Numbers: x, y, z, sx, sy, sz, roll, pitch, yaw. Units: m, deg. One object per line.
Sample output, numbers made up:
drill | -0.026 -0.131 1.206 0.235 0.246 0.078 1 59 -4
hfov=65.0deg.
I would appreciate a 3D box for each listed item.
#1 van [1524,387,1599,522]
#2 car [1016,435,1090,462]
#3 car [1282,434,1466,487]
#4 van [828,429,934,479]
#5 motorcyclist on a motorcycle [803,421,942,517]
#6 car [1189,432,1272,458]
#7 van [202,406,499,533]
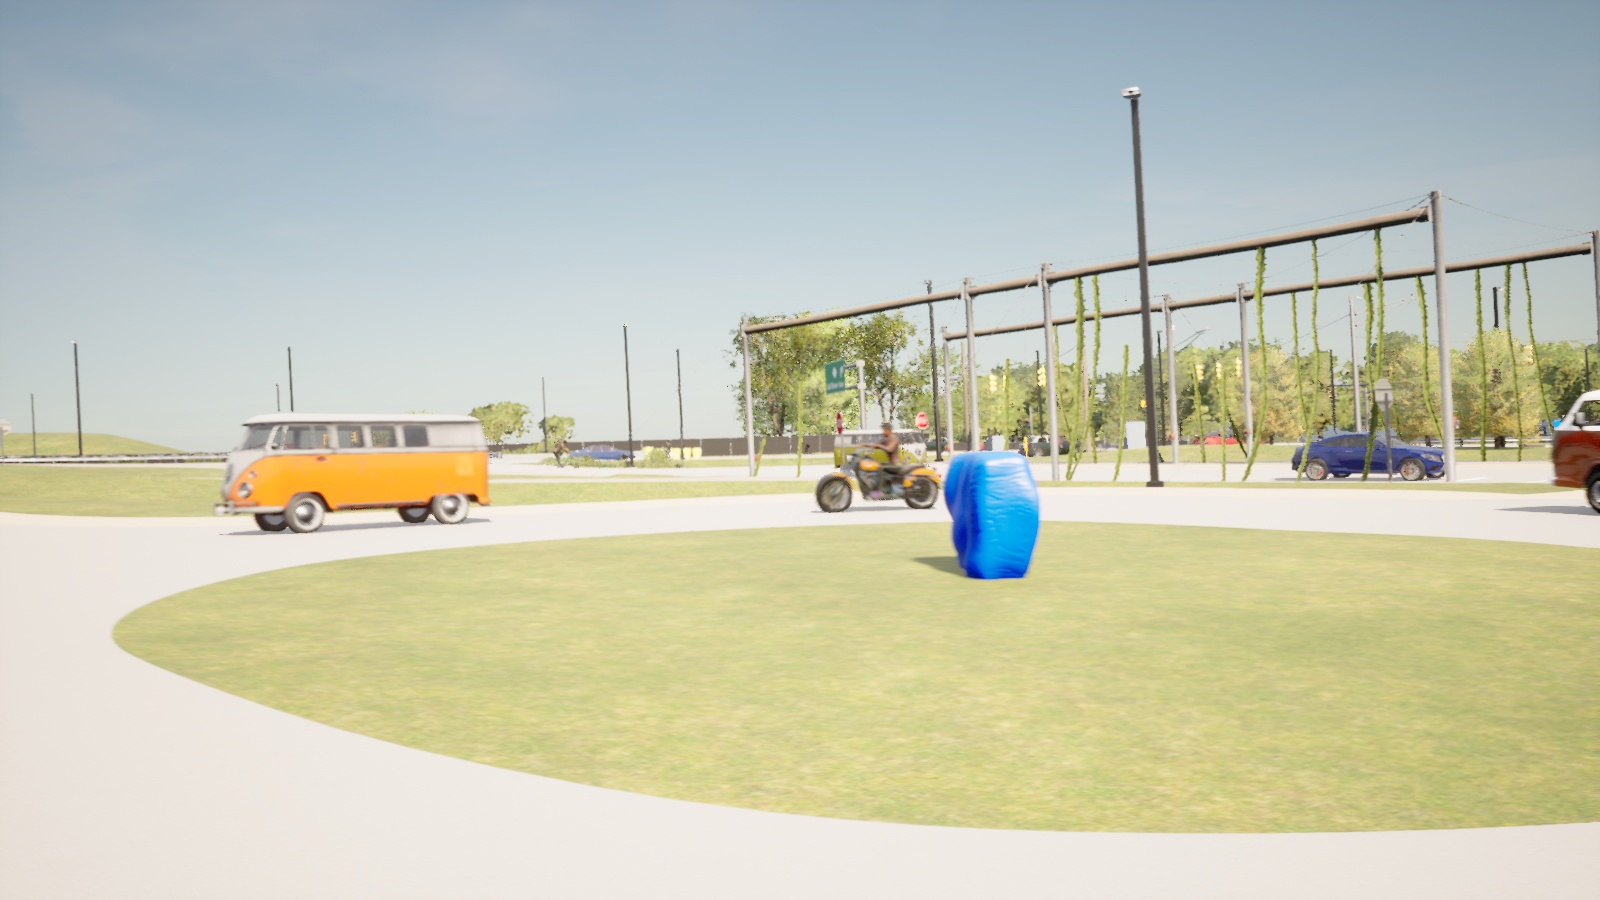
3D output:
van | 13.405 0.060 18.376 2.069 2.038 4.480 -1 1 -25
car | 15.029 -0.083 74.539 3.806 1.475 1.970 -1 -1 -17
car | 17.175 0.308 37.754 1.812 1.442 4.674 -2 1 -41
van | 3.366 0.137 52.703 1.775 1.987 4.442 -2 2 -42
motorcyclist on a motorcycle | 1.307 0.323 22.741 2.350 1.649 0.766 -1 1 -12
car | 26.767 -0.291 78.105 4.514 1.525 2.007 -1 -1 -17
van | -7.678 0.303 21.719 4.442 1.987 1.775 -1 -1 -42
